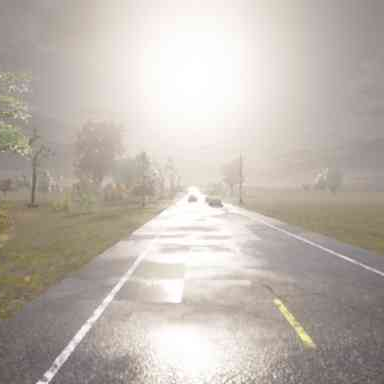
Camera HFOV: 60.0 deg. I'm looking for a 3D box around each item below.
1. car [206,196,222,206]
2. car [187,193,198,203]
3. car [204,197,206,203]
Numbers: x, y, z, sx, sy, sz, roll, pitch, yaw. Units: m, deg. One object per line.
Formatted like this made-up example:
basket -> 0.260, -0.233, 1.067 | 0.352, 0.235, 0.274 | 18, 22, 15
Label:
car -> 3.686, 1.545, 53.692 | 1.994, 1.385, 4.181 | 0, 0, 0
car -> 0.118, 1.311, 70.789 | 2.097, 1.767, 4.553 | 0, 0, 0
car -> 3.617, 1.507, 70.639 | 2.033, 1.411, 5.357 | 0, 0, 0
